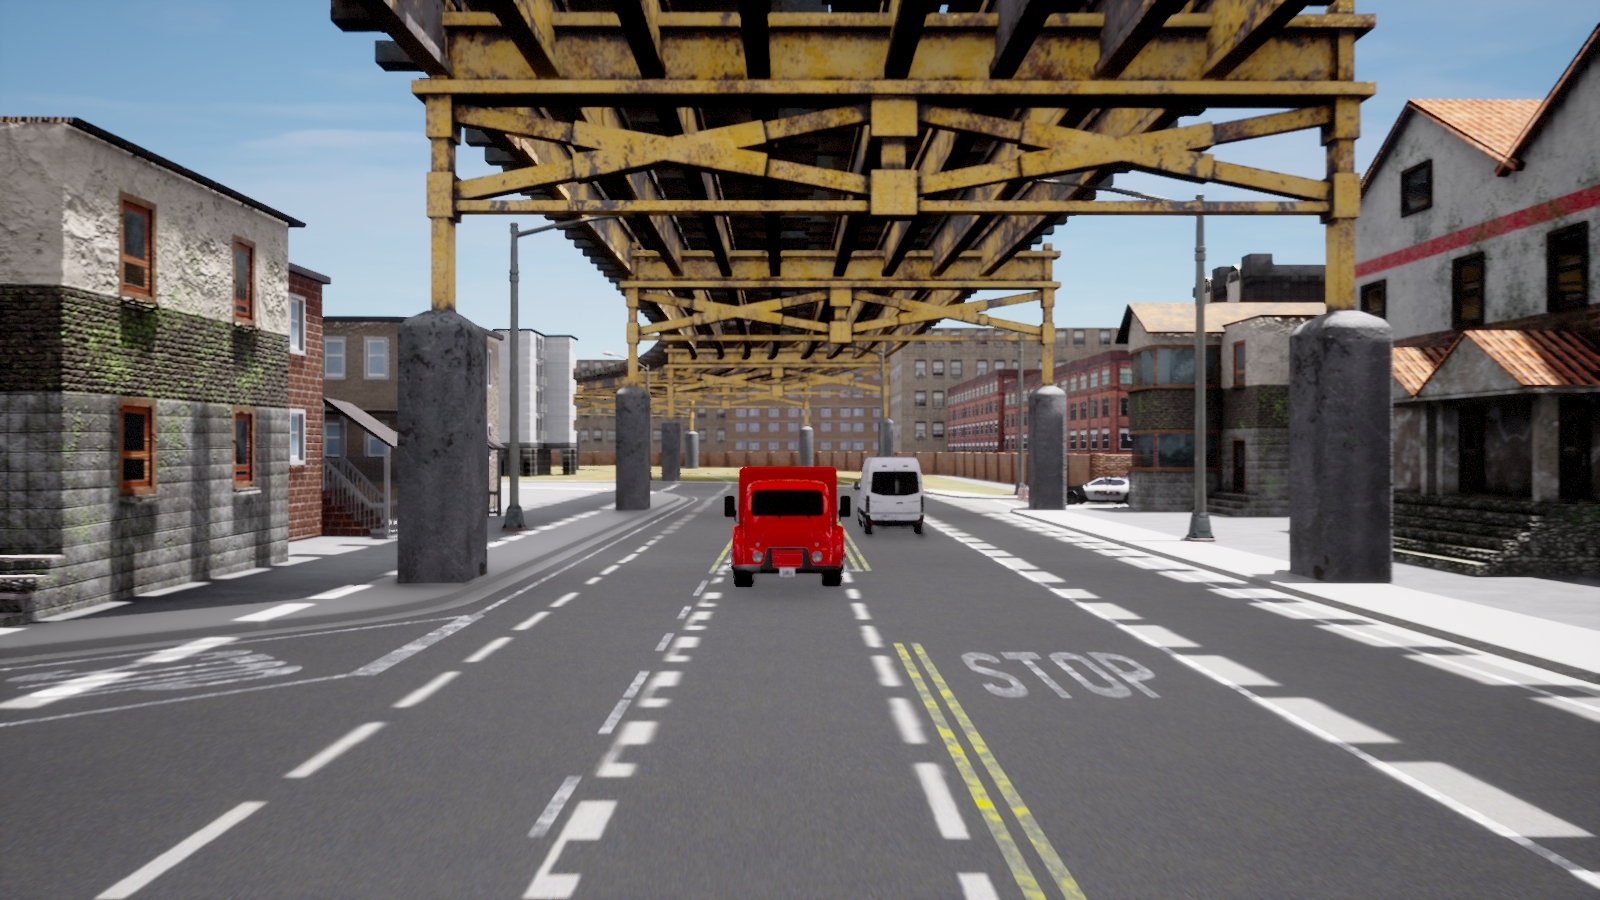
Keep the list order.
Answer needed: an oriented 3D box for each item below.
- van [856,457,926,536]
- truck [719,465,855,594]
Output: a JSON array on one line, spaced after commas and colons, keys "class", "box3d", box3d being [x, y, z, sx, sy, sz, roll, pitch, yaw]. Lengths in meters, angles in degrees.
[{"class": "van", "box3d": [3.132, 1.533, 40.355, 1.988, 2.561, 5.915, 0, 0, 0]}, {"class": "truck", "box3d": [-0.261, 1.576, 24.763, 2.627, 2.467, 5.204, 0, -1, 0]}]
